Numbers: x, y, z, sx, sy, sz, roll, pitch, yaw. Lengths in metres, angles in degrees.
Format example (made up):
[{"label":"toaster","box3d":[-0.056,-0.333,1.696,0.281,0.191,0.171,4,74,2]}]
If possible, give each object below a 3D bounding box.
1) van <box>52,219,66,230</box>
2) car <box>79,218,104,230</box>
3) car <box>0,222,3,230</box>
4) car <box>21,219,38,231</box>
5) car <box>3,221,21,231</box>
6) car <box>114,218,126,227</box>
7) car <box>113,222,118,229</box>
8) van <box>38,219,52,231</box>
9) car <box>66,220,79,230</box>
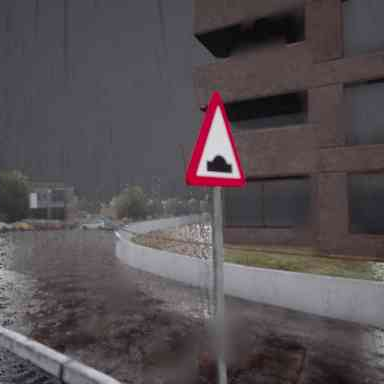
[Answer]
[{"label":"van","box3d":[-25.883,5.958,60.124,4.442,1.987,1.878,-1,-7,6]},{"label":"car","box3d":[-20.801,7.101,70.969,5.566,2.045,2.435,-1,-6,6]},{"label":"car","box3d":[-31.218,5.054,49.243,4.674,1.452,2.002,-1,-6,5]},{"label":"car","box3d":[-28.800,5.598,54.698,5.366,1.575,1.946,-1,-6,6]},{"label":"car","box3d":[-29.926,5.347,51.966,4.674,1.452,2.002,-1,-6,6]},{"label":"car","box3d":[-20.638,9.056,92.655,2.163,1.488,4.792,0,0,10]},{"label":"car","box3d":[-19.474,7.683,73.650,4.674,1.452,2.002,-1,-6,6]},{"label":"van","box3d":[-27.191,5.665,57.408,4.442,1.987,1.878,-1,-7,6]},{"label":"car","box3d":[-24.686,6.476,62.812,4.892,1.521,2.231,-1,-6,6]}]
